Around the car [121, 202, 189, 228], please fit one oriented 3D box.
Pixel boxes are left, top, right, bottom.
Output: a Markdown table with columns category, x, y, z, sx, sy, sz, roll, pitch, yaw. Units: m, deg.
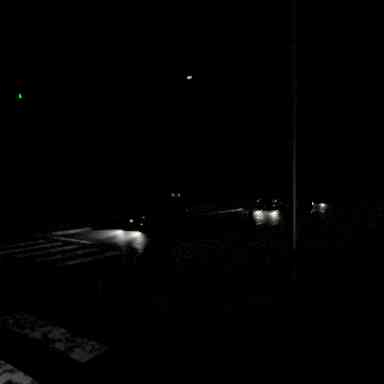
| category | x | y | z | sx | sy | sz | roll | pitch | yaw |
| --- | --- | --- | --- | --- | --- | --- | --- | --- | --- |
| car | -2.000 | 1.282 | 18.894 | 1.994 | 1.385 | 4.181 | 0 | 1 | 35 |

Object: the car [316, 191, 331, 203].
| category | x | y | z | sx | sy | sz | roll | pitch | yaw |
| --- | --- | --- | --- | --- | --- | --- | --- | --- | --- |
| car | 18.251 | 0.661 | 46.991 | 1.837 | 1.490 | 4.892 | 0 | 1 | 36 |

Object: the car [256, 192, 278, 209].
| category | x | y | z | sx | sy | sz | roll | pitch | yaw |
| --- | --- | --- | --- | --- | --- | --- | --- | --- | --- |
| car | 8.143 | 0.783 | 33.040 | 2.097 | 1.767 | 4.553 | 0 | 1 | 36 |

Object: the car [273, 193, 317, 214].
| category | x | y | z | sx | sy | sz | roll | pitch | yaw |
| --- | --- | --- | --- | --- | --- | --- | --- | --- | --- |
| car | 8.983 | 1.054 | 28.717 | 1.994 | 1.385 | 4.181 | 0 | 1 | 35 |
